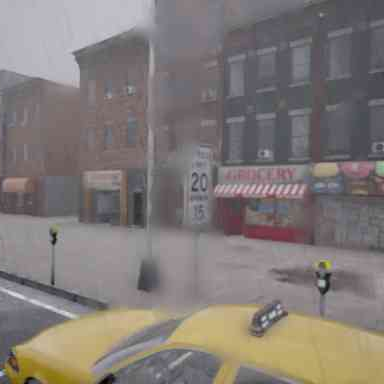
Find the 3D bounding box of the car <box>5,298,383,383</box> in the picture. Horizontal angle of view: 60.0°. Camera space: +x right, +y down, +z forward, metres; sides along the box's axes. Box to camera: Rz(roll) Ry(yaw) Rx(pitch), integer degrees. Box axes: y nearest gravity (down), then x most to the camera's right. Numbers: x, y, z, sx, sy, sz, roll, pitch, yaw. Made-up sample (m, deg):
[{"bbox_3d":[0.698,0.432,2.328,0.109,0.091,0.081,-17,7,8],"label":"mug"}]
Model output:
[{"bbox_3d":[0.332,1.514,2.577,4.829,1.417,1.752,1,1,36],"label":"car"}]
